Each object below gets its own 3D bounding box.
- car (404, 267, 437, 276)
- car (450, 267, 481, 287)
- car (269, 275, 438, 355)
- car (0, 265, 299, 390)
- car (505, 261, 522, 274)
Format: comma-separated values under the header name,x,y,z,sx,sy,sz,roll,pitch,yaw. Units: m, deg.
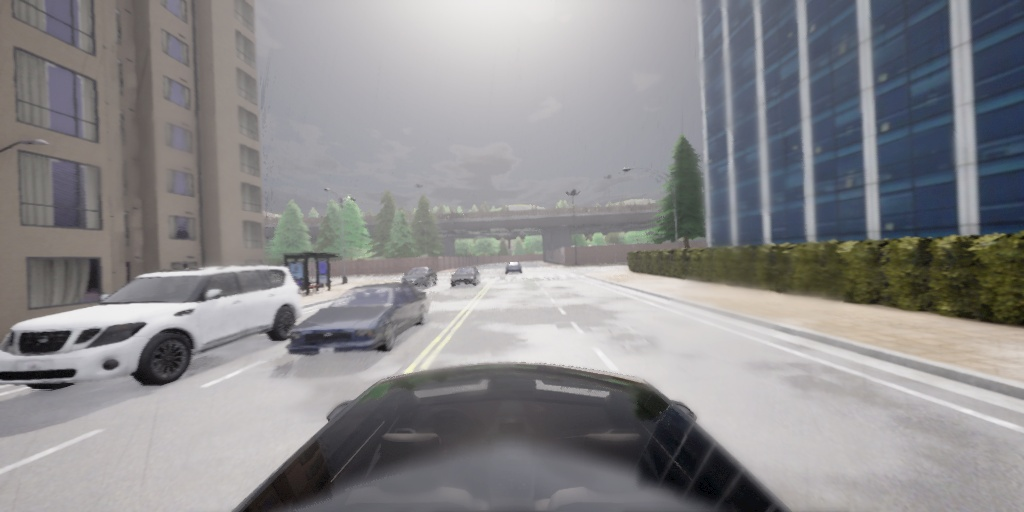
name,x,y,z,sx,sy,sz,roll,pitch,yaw
car,-6.947,1.598,27.352,2.128,1.511,4.902,-2,0,0
car,-3.443,1.568,27.456,2.033,1.411,5.357,-2,0,0
car,-3.613,1.466,9.646,2.033,1.411,5.357,-2,0,0
car,-7.136,1.283,8.104,2.150,2.045,5.566,-2,0,0
car,0.207,1.355,43.388,1.994,1.385,4.181,-2,0,0
